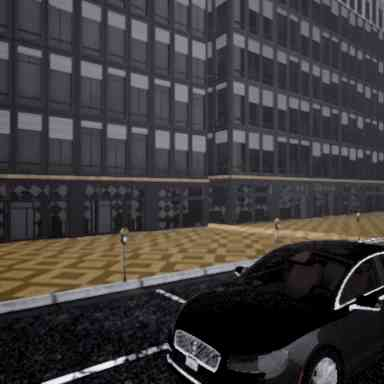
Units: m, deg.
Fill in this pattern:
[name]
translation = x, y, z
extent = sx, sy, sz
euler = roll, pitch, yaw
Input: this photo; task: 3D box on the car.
[car]
translation = 1.922, 1.542, 4.915
extent = 4.892, 1.490, 1.837
euler = 1, 0, -38
